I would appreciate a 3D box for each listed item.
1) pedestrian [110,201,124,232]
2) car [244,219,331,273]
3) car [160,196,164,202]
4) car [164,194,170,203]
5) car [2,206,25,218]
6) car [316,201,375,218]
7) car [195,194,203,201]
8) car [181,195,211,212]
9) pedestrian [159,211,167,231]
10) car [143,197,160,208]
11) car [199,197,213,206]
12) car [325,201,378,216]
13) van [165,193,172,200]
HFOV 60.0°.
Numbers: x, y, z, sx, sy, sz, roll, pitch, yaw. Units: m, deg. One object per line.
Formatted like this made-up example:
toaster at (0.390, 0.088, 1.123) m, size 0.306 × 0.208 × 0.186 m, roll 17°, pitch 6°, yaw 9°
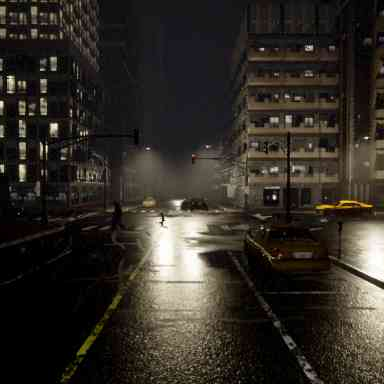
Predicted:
pedestrian at (-4.198, 1.289, 18.615) m, size 0.375 × 1.860 × 0.375 m, roll -1°, pitch 1°, yaw 0°
car at (2.720, 1.522, 10.520) m, size 1.752 × 1.417 × 4.829 m, roll -1°, pitch 0°, yaw 0°
car at (-6.166, 1.554, 53.884) m, size 1.947 × 1.339 × 4.313 m, roll -1°, pitch 0°, yaw 0°
car at (-6.313, 1.531, 70.846) m, size 1.887 × 1.381 × 4.507 m, roll -1°, pitch 0°, yaw 0°
car at (-16.787, 1.491, 27.997) m, size 4.718 × 1.301 × 1.895 m, roll 0°, pitch 1°, yaw 0°
car at (14.147, 1.578, 31.016) m, size 5.008 × 1.535 × 1.882 m, roll 0°, pitch 1°, yaw 0°
car at (1.918, 1.424, 87.883) m, size 1.967 × 1.590 × 4.097 m, roll -1°, pitch 0°, yaw 0°
car at (0.258, 1.343, 38.305) m, size 2.097 × 1.767 × 4.553 m, roll 0°, pitch 0°, yaw -18°
pedestrian at (-1.705, 1.289, 19.234) m, size 0.375 × 1.860 × 0.375 m, roll -1°, pitch 1°, yaw 0°
car at (-6.116, 1.514, 48.060) m, size 1.752 × 1.417 × 4.829 m, roll -1°, pitch 0°, yaw 0°
car at (2.214, 1.539, 53.957) m, size 2.008 × 1.369 × 4.403 m, roll -1°, pitch 0°, yaw 0°
car at (16.027, 1.624, 33.599) m, size 4.403 × 1.369 × 2.008 m, roll 0°, pitch 0°, yaw 0°
van at (-6.512, 1.325, 93.465) m, size 1.690 × 1.788 × 3.998 m, roll -1°, pitch 0°, yaw 0°
